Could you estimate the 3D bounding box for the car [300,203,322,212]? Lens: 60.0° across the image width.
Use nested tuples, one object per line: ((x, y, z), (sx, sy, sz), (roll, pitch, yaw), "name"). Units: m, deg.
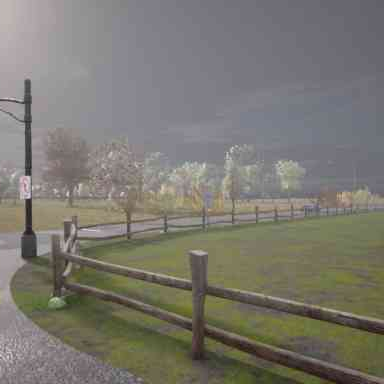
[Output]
((18.970, 2.449, 52.928), (2.033, 1.411, 5.357), (-1, -2, 40), "car")
